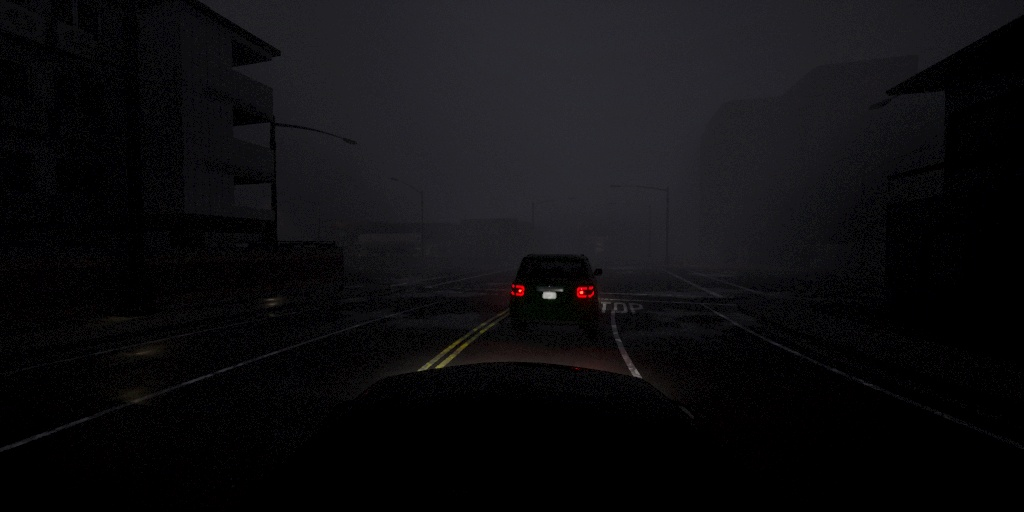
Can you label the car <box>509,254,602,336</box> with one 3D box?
[{"bbox_3d":[1.455,0.956,10.687,2.150,2.045,5.566,0,1,13],"label":"car"}]
